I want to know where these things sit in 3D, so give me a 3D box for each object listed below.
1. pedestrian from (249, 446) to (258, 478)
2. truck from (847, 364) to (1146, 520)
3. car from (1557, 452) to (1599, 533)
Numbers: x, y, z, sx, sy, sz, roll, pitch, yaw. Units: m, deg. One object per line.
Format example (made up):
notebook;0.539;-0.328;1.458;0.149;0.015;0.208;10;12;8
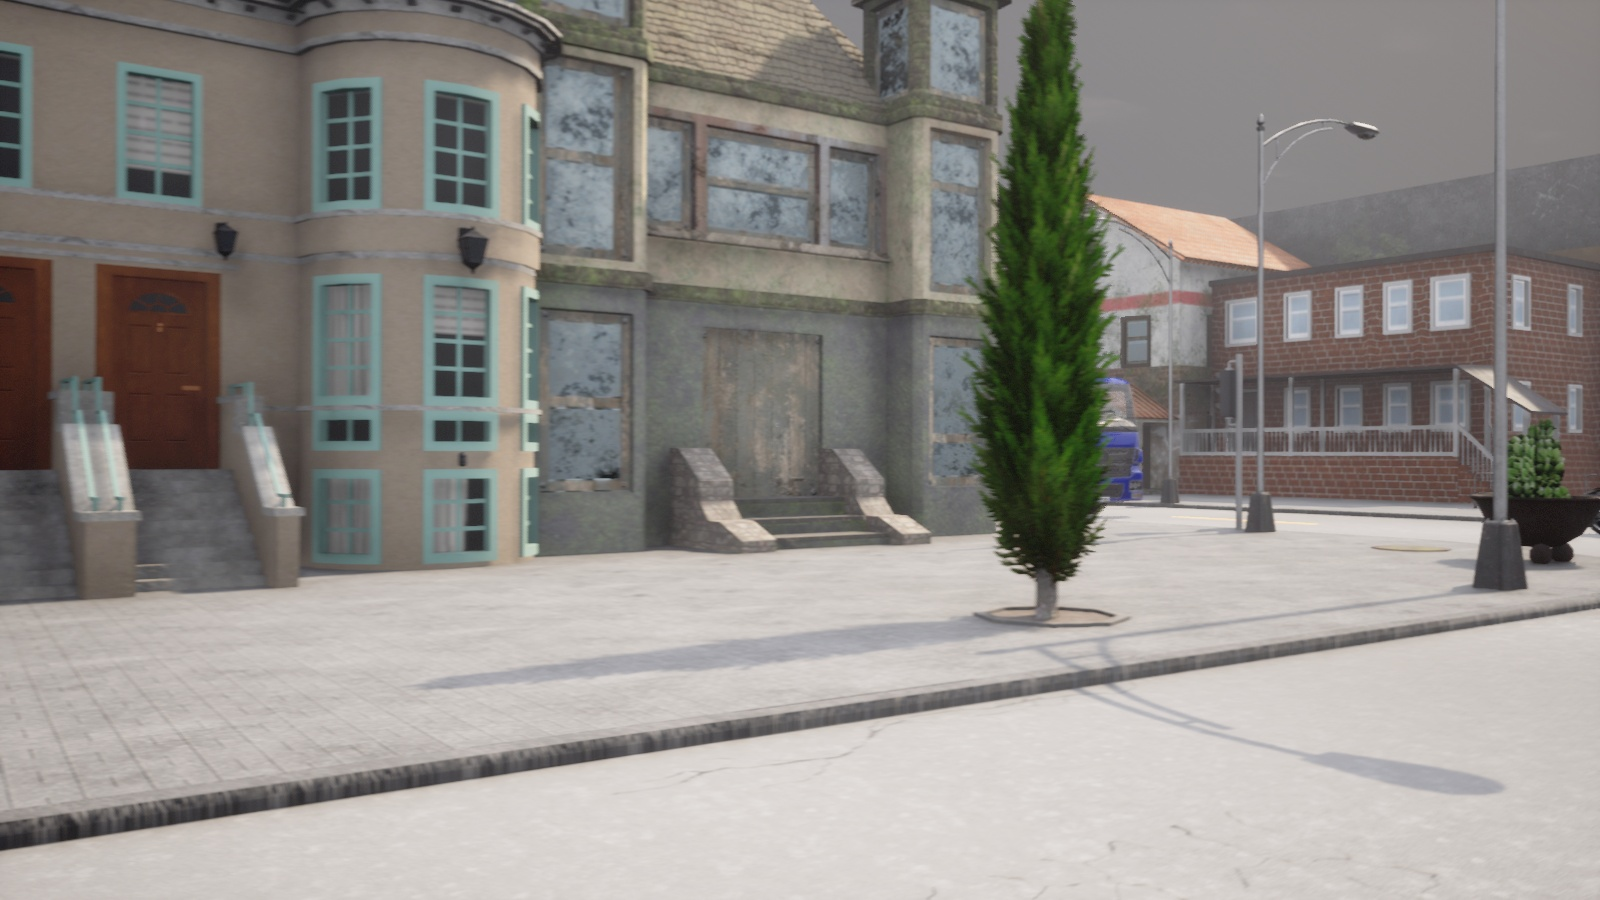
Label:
pedestrian;-32.980;0.710;75.780;0.396;1.930;0.692;0;0;-36
truck;4.692;-0.169;31.878;2.891;3.462;7.936;0;0;-34
car;15.937;0.779;22.182;1.816;1.474;4.193;0;0;-20
